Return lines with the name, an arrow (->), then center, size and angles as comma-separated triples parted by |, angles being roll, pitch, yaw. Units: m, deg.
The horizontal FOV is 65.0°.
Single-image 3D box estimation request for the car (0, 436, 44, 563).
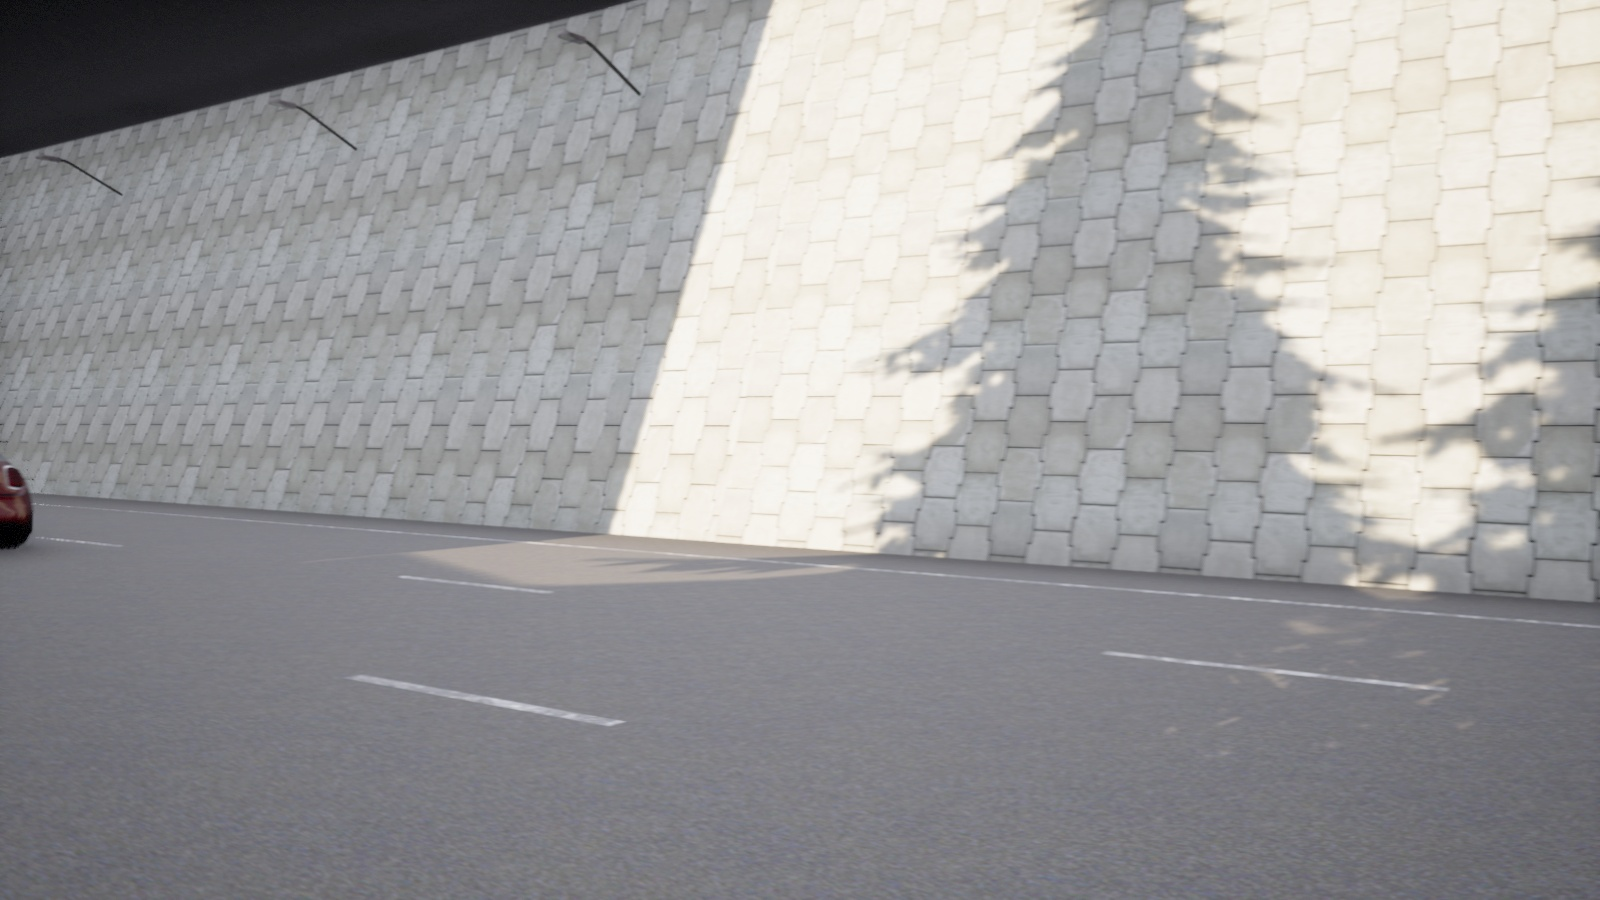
car -> -11.198, 0.590, 15.264 | 3.806, 1.475, 1.970 | 0, 1, 34
